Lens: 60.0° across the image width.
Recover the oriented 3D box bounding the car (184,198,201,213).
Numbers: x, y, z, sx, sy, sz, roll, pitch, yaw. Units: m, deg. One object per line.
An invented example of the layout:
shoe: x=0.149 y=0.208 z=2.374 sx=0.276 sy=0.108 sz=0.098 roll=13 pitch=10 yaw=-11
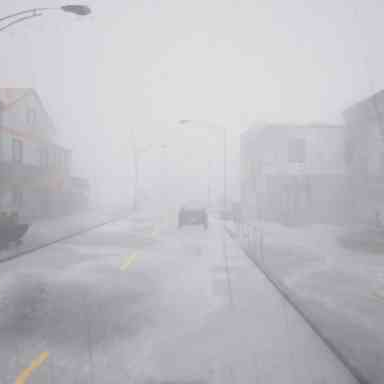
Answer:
car: x=0.083 y=1.531 z=39.120 sx=1.882 sy=1.535 sz=5.008 roll=0 pitch=-1 yaw=0

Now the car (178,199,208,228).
car: x=0.067 y=1.508 z=22.621 sx=1.882 sy=1.535 sz=5.008 roll=0 pitch=0 yaw=0
